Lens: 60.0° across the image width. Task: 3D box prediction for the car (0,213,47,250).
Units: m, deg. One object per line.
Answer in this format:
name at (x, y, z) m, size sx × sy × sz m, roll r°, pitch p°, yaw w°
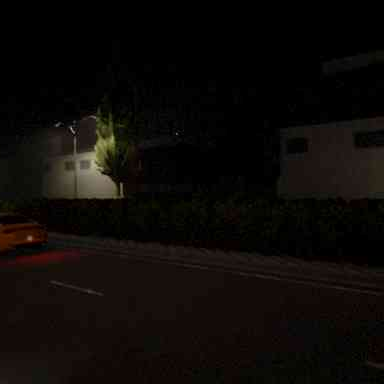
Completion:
car at (-8.110, 1.613, 13.960) m, size 5.008 × 1.535 × 1.882 m, roll 0°, pitch 0°, yaw 36°
